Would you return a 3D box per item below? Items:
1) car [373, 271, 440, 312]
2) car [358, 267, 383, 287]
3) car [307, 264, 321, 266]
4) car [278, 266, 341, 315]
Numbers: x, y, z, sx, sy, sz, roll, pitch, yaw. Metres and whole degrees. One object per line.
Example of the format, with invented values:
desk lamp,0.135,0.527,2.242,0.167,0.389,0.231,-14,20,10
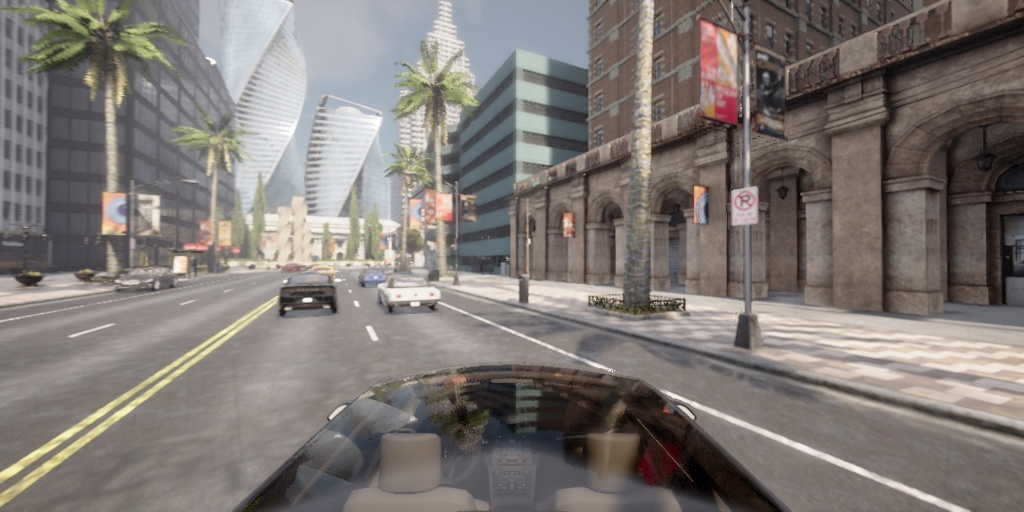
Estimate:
car,-4.528,1.505,15.193,1.895,1.301,4.718,0,-1,-26
car,-10.877,1.595,27.974,2.033,1.411,5.357,0,-1,-26
car,-14.767,1.521,27.976,1.882,1.535,5.008,0,0,-26
car,-8.099,1.370,14.538,1.882,1.535,5.008,0,0,-26
